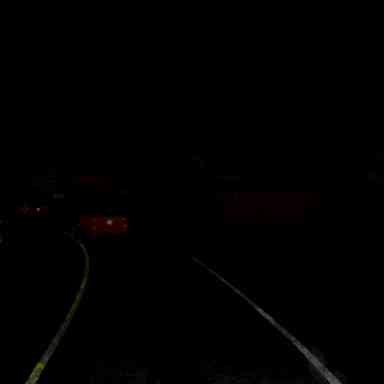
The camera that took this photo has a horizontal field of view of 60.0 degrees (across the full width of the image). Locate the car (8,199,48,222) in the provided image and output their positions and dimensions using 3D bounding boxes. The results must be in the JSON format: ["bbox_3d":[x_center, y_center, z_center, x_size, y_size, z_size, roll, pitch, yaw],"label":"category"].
[{"bbox_3d":[-15.939,1.707,32.309,2.150,2.045,5.566,0,-1,-45],"label":"car"}]

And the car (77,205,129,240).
[{"bbox_3d":[-5.124,1.586,18.786,2.097,1.767,4.553,0,-1,-27],"label":"car"}]
